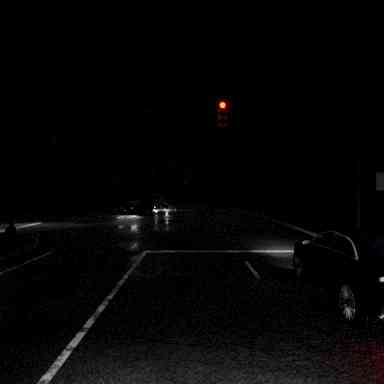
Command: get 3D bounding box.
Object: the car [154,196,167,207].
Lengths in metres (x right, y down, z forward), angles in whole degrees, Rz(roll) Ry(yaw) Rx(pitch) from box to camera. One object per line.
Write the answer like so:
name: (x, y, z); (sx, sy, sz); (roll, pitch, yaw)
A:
car: (-5.852, 1.721, 60.520); (2.097, 1.767, 4.553); (0, -1, -9)

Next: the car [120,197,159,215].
car: (-5.555, 1.537, 34.292); (1.812, 1.442, 4.674); (0, 0, 23)

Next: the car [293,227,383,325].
car: (3.586, 1.492, 7.072); (2.128, 1.511, 4.902); (0, 0, 1)

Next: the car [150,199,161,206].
car: (-7.774, 2.195, 70.585); (1.895, 1.301, 4.718); (0, -1, -13)

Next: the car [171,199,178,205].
car: (-5.145, 2.214, 74.202); (1.994, 1.385, 4.181); (0, -1, -19)

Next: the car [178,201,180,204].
car: (-4.690, 2.441, 83.542); (1.895, 1.301, 4.718); (0, -1, -22)

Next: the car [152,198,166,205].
car: (-8.317, 2.345, 83.152); (1.882, 1.535, 5.008); (0, -1, -25)

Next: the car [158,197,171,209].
car: (-4.329, 1.647, 47.214); (1.812, 1.442, 4.674); (0, -1, -5)
